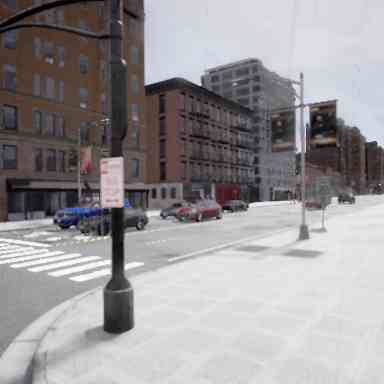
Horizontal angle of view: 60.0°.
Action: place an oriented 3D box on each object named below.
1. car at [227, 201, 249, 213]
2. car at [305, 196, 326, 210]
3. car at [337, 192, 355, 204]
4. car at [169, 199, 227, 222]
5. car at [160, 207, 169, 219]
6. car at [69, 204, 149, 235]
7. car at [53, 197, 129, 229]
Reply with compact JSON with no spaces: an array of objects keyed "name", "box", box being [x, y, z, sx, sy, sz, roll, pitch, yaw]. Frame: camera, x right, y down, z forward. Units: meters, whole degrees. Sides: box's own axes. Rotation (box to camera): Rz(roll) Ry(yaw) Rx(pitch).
[{"name":"car","box":[4.849,1.701,38.977,1.895,1.301,4.718,-1,0,35]},{"name":"car","box":[15.793,1.314,42.877,2.097,1.767,4.553,-1,0,35]},{"name":"car","box":[27.762,1.097,59.821,2.150,2.045,5.566,-1,0,35]},{"name":"car","box":[0.604,1.454,27.355,2.097,1.767,4.553,-1,0,35]},{"name":"car","box":[-0.999,1.668,30.718,1.812,1.442,4.674,-1,0,35]},{"name":"car","box":[-4.620,1.665,19.966,1.812,1.442,4.674,-1,0,37]},{"name":"car","box":[-6.619,1.405,22.777,2.150,2.045,5.566,-1,0,35]}]
